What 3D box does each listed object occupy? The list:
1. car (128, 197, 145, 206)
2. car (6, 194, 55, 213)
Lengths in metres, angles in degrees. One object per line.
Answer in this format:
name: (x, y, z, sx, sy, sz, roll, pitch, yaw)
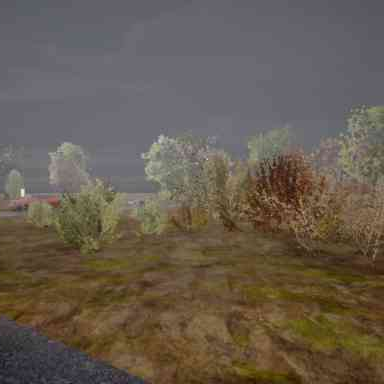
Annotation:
car: (-7.853, 1.519, 52.014, 2.128, 1.511, 4.902, 0, 0, 39)
car: (-18.286, 1.235, 38.478, 2.150, 2.045, 5.566, 0, 0, 37)
